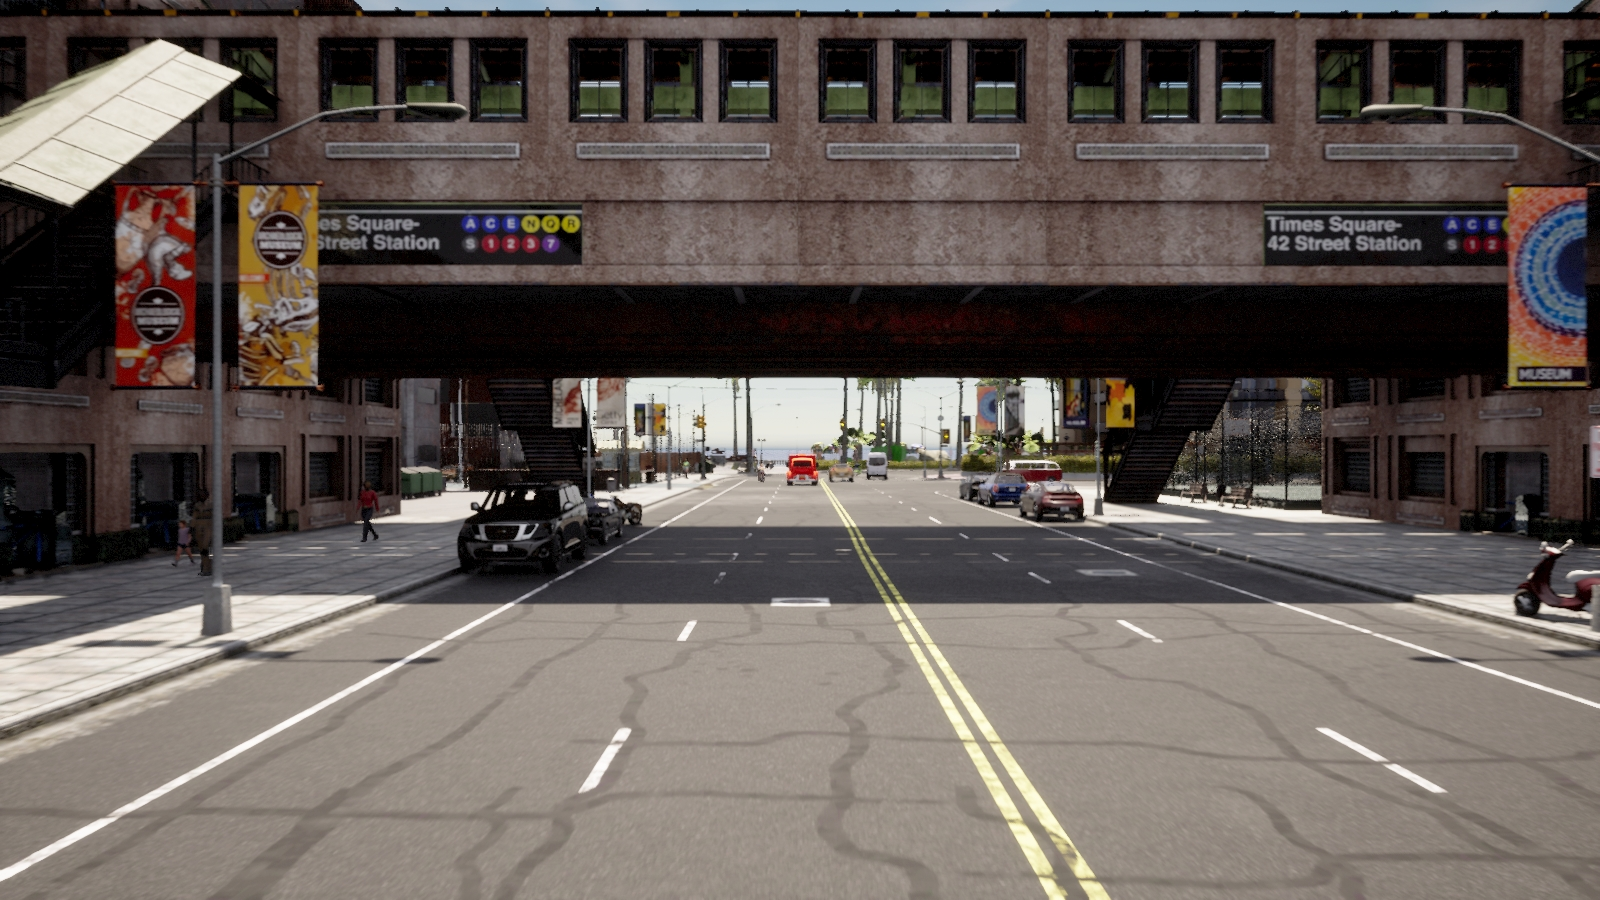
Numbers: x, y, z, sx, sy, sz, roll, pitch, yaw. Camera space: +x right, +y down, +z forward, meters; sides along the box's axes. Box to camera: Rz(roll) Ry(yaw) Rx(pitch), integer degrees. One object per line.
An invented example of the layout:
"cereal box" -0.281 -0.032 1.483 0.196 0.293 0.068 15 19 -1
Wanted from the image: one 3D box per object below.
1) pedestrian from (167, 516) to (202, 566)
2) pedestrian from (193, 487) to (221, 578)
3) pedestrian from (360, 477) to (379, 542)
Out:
"pedestrian" -14.029 2.076 26.063 0.500 1.100 0.500 0 0 10
"pedestrian" -12.257 1.696 23.624 0.375 1.860 0.375 0 0 6
"pedestrian" -12.315 1.696 32.662 0.375 1.860 0.375 0 0 5
